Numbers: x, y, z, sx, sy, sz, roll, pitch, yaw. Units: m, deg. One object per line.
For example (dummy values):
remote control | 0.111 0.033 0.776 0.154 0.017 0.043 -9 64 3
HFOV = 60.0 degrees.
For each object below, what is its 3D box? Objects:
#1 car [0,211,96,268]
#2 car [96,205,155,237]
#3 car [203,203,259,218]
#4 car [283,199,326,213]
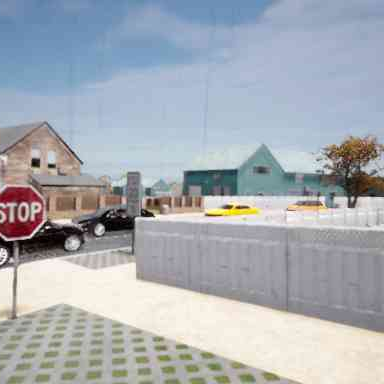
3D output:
car | -5.988 1.556 11.771 1.837 1.490 4.892 -1 -1 28
car | -4.218 1.486 18.255 1.837 1.490 4.892 3 2 44
car | 3.052 1.574 25.364 5.008 1.535 1.882 1 1 -41
car | 10.711 1.561 31.492 4.553 1.767 2.097 1 2 -35
